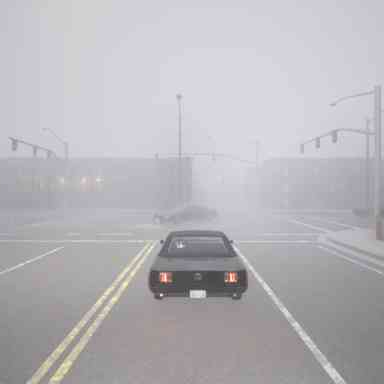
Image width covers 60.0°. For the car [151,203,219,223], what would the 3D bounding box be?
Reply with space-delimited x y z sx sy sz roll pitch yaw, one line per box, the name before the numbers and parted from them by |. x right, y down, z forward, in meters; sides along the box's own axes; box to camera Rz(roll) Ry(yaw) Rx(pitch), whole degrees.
car | -0.389 1.547 24.231 5.357 1.411 2.033 0 0 -44

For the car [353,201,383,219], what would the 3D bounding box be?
car | 16.597 1.477 28.792 5.008 1.535 1.882 0 0 -1

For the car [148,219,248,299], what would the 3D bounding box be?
car | 0.117 1.601 8.370 1.895 1.301 4.718 0 0 0
